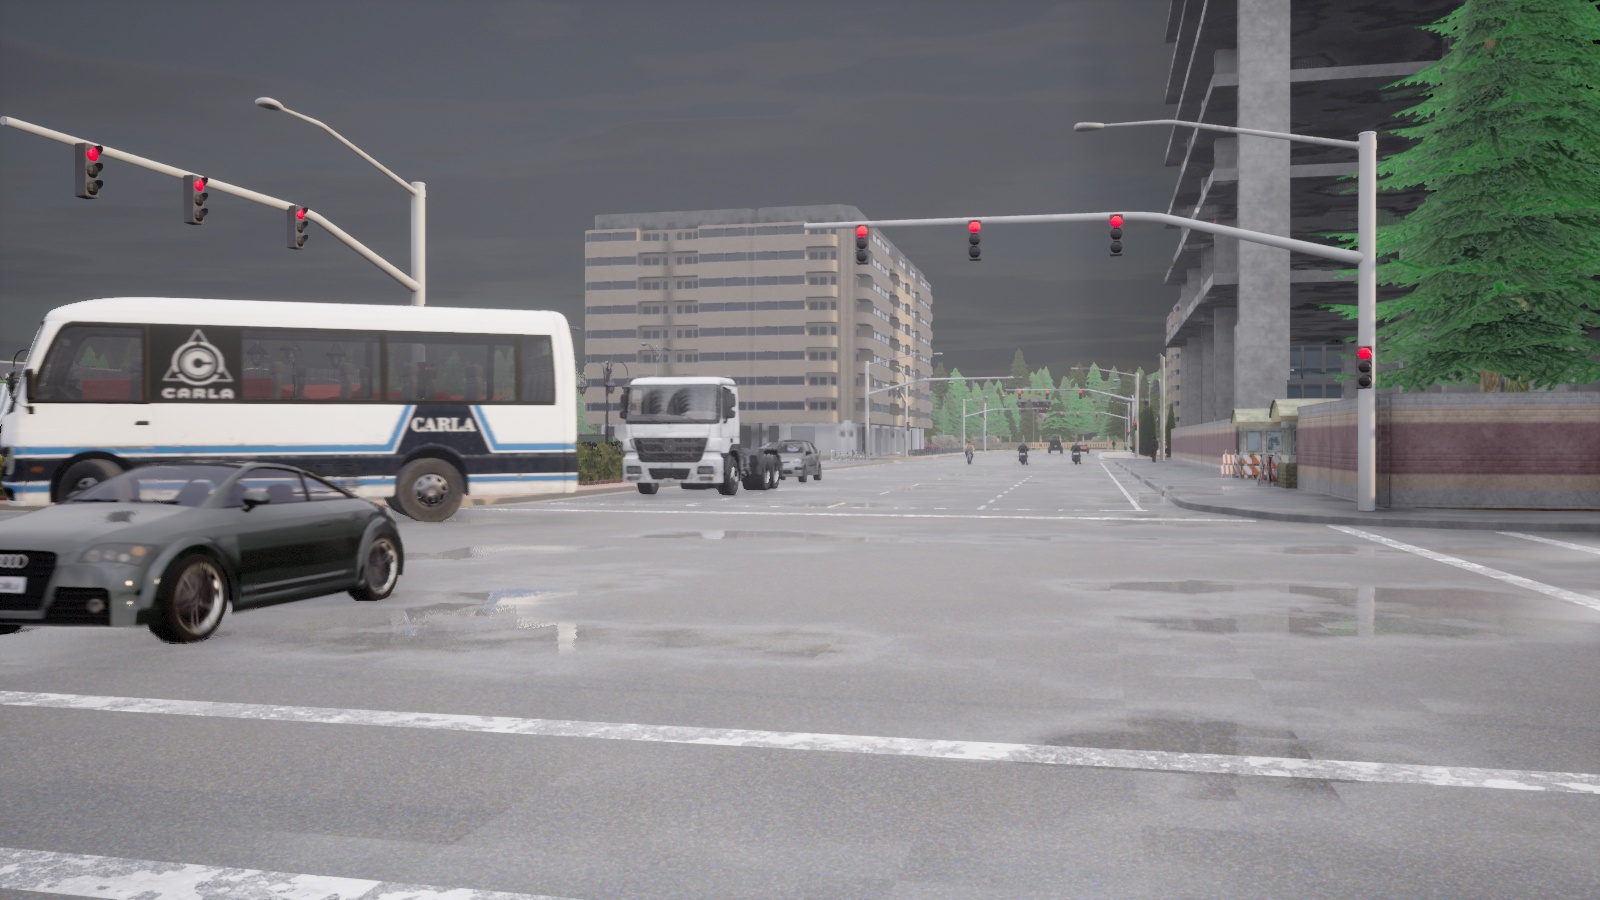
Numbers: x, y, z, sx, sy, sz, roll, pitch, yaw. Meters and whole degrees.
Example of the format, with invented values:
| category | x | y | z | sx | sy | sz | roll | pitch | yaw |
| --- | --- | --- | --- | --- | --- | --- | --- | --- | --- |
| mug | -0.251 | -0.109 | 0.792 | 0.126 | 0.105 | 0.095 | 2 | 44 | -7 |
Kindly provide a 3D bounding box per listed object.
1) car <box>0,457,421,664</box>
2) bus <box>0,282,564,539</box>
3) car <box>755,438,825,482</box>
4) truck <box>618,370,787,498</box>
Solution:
| category | x | y | z | sx | sy | sz | roll | pitch | yaw |
| --- | --- | --- | --- | --- | --- | --- | --- | --- | --- |
| car | -5.282 | 0.775 | 10.911 | 1.994 | 1.385 | 4.181 | 0 | 0 | 13 |
| bus | -10.117 | -0.732 | 24.296 | 10.273 | 4.253 | 3.944 | -1 | 2 | -23 |
| car | -0.349 | 0.370 | 48.529 | 1.851 | 1.617 | 3.988 | 0 | 0 | 13 |
| truck | -2.710 | -0.452 | 38.098 | 2.891 | 3.462 | 7.936 | 0 | 0 | 13 |
